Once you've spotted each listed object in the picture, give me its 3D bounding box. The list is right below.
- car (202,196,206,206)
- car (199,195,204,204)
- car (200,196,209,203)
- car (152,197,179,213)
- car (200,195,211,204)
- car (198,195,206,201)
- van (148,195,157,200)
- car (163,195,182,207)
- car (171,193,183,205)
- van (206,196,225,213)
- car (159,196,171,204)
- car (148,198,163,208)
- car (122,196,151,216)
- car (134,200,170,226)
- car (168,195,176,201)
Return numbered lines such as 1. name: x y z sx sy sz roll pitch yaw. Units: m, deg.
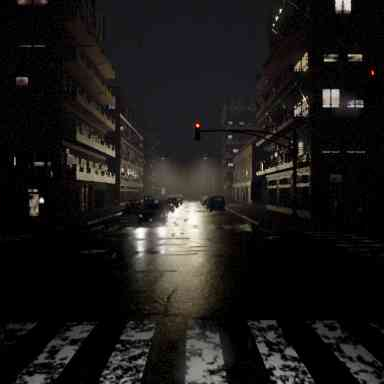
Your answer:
1. car: 2.701 1.533 43.051 1.887 1.381 4.507 0 0 0
2. car: 2.619 1.550 54.213 1.947 1.339 4.313 0 0 0
3. car: 2.632 1.520 70.957 1.887 1.381 4.507 0 0 0
4. car: -2.816 1.538 36.365 2.033 1.411 5.357 0 0 0
5. car: 2.627 1.419 65.376 1.967 1.590 4.097 0 0 0
6. car: 2.648 1.527 87.702 1.947 1.339 4.313 0 0 0
7. van: -5.369 1.329 43.059 1.690 1.788 3.998 0 0 0
8. car: -2.795 1.512 46.922 1.812 1.442 4.674 0 0 0
9. car: -2.747 1.204 57.566 2.150 2.045 5.566 0 0 1
10. van: 2.730 1.331 36.847 1.690 1.788 3.998 0 0 0
11. car: -5.253 1.524 65.383 1.887 1.381 4.507 0 0 0
12. car: -5.317 1.568 48.640 1.802 1.307 4.206 0 0 0
13. car: -5.414 1.432 31.895 1.967 1.590 4.097 0 0 0
14. car: -2.727 1.525 23.718 1.812 1.442 4.674 0 0 -2
15. car: -5.233 1.512 87.709 2.008 1.369 4.403 0 0 0
